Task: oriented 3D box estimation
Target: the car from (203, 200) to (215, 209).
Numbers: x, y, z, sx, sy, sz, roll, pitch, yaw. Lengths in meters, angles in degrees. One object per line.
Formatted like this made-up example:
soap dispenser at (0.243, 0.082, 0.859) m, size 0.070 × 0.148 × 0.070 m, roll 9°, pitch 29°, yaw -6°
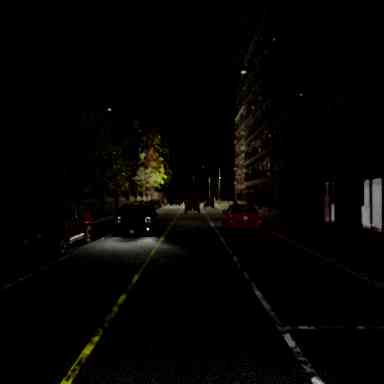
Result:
car at (2.690, 1.880, 52.662) m, size 2.008 × 1.369 × 4.403 m, roll 0°, pitch 0°, yaw 0°

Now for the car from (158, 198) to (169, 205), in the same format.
car at (-5.820, 1.986, 69.275) m, size 1.887 × 1.381 × 4.507 m, roll 0°, pitch 0°, yaw 0°

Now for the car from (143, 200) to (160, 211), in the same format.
car at (-5.690, 1.818, 46.951) m, size 1.752 × 1.417 × 4.829 m, roll 0°, pitch 0°, yaw 0°

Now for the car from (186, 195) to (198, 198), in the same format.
car at (0.000, 1.534, 49.943) m, size 2.150 × 2.045 × 5.566 m, roll 0°, pitch 0°, yaw 0°

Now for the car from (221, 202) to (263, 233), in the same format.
car at (2.999, 1.477, 20.760) m, size 2.097 × 1.767 × 4.553 m, roll 0°, pitch 0°, yaw 0°

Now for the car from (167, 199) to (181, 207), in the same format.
car at (-3.048, 1.949, 60.985) m, size 1.994 × 1.385 × 4.181 m, roll 0°, pitch 0°, yaw 1°

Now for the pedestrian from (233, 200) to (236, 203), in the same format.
pedestrian at (2.999, 1.437, 23.571) m, size 0.375 × 1.860 × 0.375 m, roll 0°, pitch -1°, yaw -5°

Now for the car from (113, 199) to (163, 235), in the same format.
car at (-3.101, 1.469, 19.351) m, size 2.097 × 1.767 × 4.553 m, roll 0°, pitch 0°, yaw 0°

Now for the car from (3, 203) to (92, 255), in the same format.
car at (-5.687, 1.400, 13.891) m, size 2.192 × 1.841 × 5.009 m, roll 0°, pitch 0°, yaw 0°

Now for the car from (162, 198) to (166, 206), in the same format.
car at (-5.690, 1.770, 52.660) m, size 1.967 × 1.590 × 4.097 m, roll 0°, pitch 0°, yaw 0°

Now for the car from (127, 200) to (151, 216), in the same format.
car at (-5.689, 1.662, 36.044) m, size 1.967 × 1.590 × 4.097 m, roll 0°, pitch 0°, yaw 0°

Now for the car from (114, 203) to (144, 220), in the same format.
car at (-5.689, 1.753, 30.505) m, size 1.947 × 1.339 × 4.313 m, roll 0°, pitch 0°, yaw 0°

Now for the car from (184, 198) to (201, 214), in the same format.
car at (0.054, 1.750, 39.690) m, size 1.837 × 1.490 × 4.892 m, roll 0°, pitch 0°, yaw 0°

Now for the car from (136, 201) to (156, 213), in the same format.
car at (-5.689, 1.840, 41.582) m, size 1.802 × 1.307 × 4.206 m, roll 0°, pitch 0°, yaw 0°
